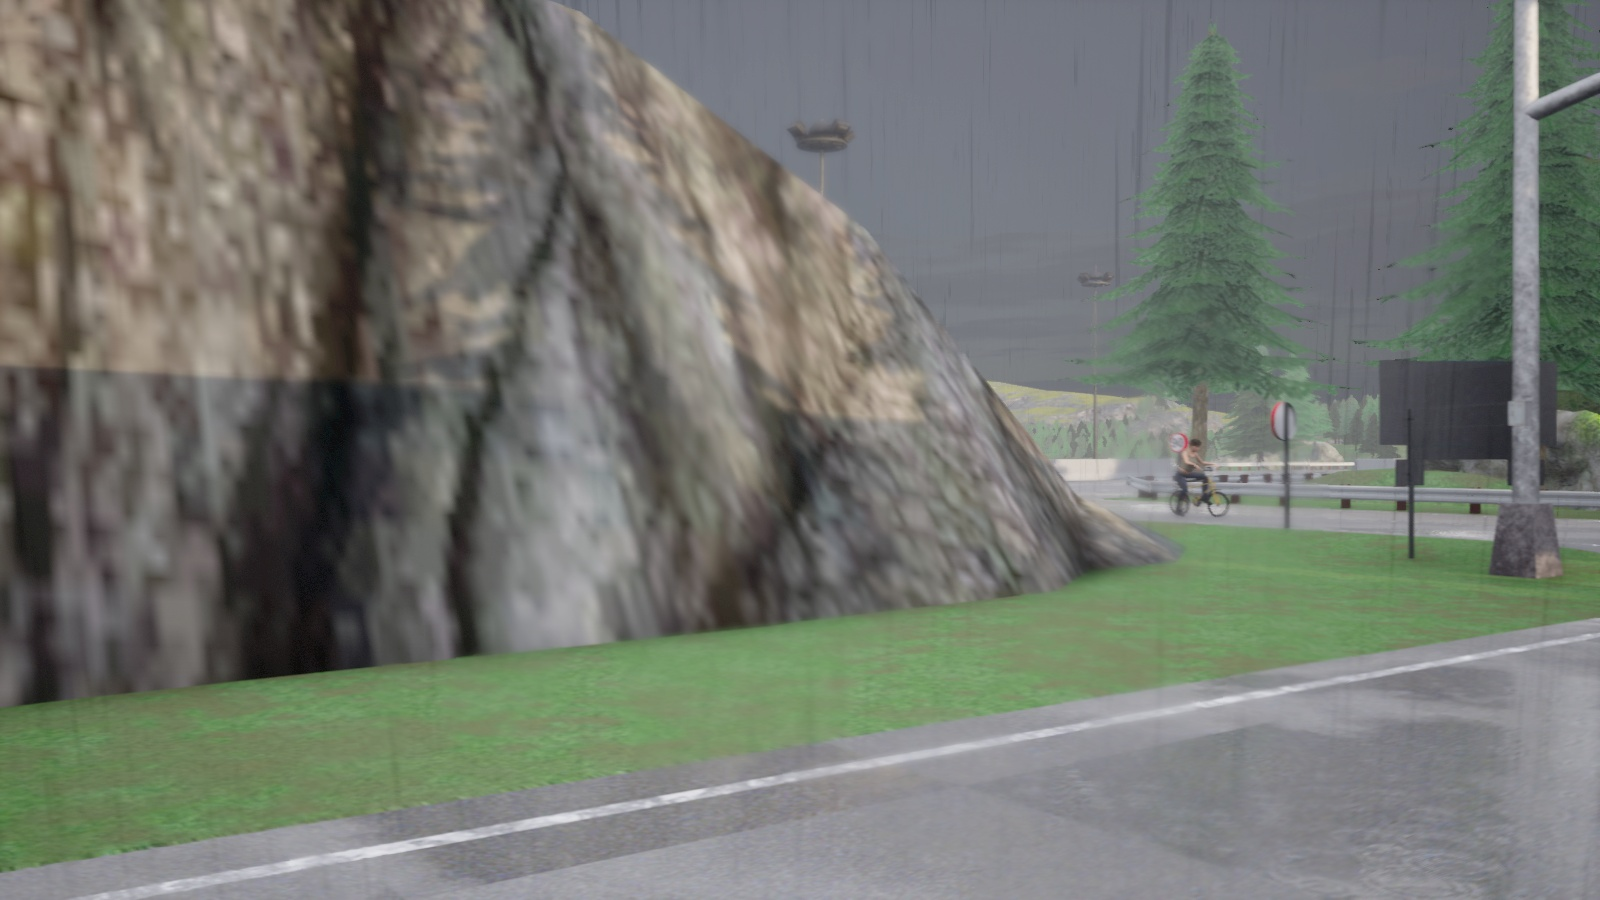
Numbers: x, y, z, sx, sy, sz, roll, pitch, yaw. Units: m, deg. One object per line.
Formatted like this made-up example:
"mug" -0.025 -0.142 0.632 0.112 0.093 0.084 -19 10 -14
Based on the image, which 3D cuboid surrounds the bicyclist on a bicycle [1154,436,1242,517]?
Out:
"bicyclist on a bicycle" 8.204 0.536 25.912 0.866 1.612 1.509 0 0 -35
